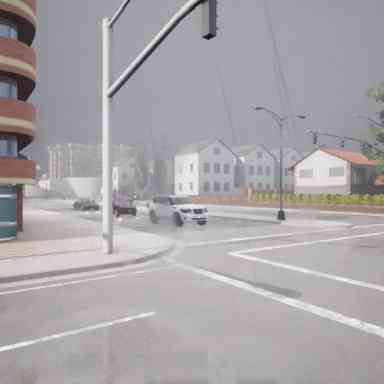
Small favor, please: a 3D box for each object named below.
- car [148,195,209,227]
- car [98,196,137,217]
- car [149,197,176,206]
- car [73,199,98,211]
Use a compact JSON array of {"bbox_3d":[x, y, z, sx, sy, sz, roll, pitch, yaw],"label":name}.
[{"bbox_3d":[-1.110,1.221,23.468,2.150,2.045,5.566,0,0,-35],"label":"car"},{"bbox_3d":[-7.013,1.476,32.010,1.882,1.535,5.008,0,0,-34],"label":"car"},{"bbox_3d":[-4.978,1.547,55.799,2.033,1.411,5.357,0,0,-35],"label":"car"},{"bbox_3d":[-13.053,1.547,40.772,2.033,1.411,5.357,0,0,-35],"label":"car"}]
